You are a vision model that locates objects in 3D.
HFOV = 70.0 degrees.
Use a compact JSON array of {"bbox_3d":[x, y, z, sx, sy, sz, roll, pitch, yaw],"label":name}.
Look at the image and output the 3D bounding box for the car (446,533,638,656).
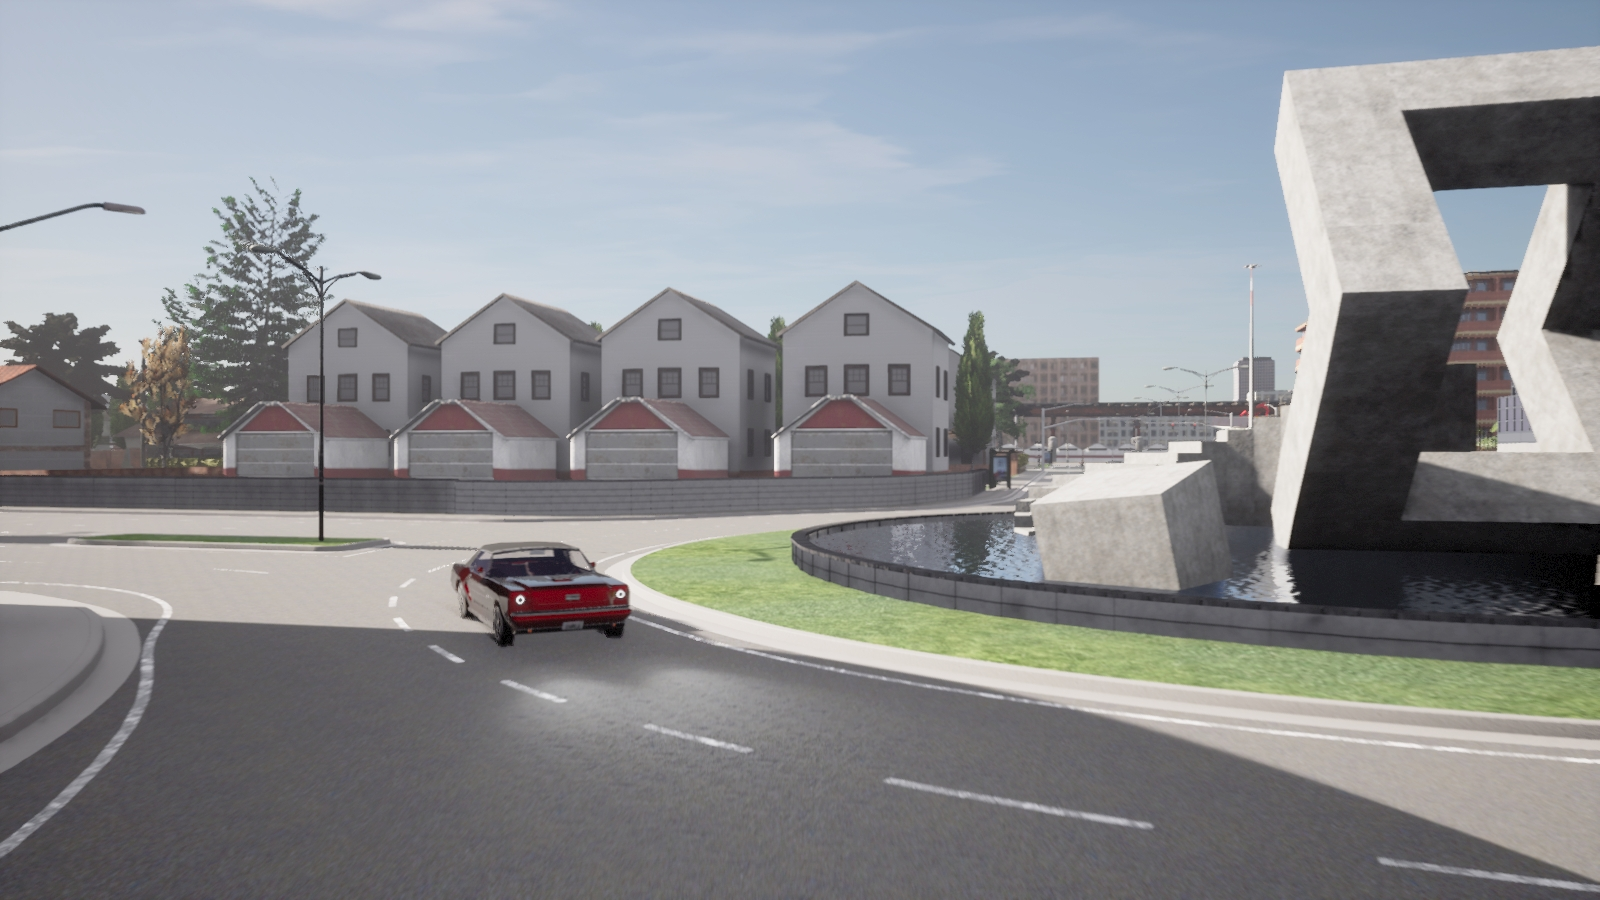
[{"bbox_3d":[-4.228,2.155,18.093,1.895,1.301,4.718,0,0,-27],"label":"car"}]
